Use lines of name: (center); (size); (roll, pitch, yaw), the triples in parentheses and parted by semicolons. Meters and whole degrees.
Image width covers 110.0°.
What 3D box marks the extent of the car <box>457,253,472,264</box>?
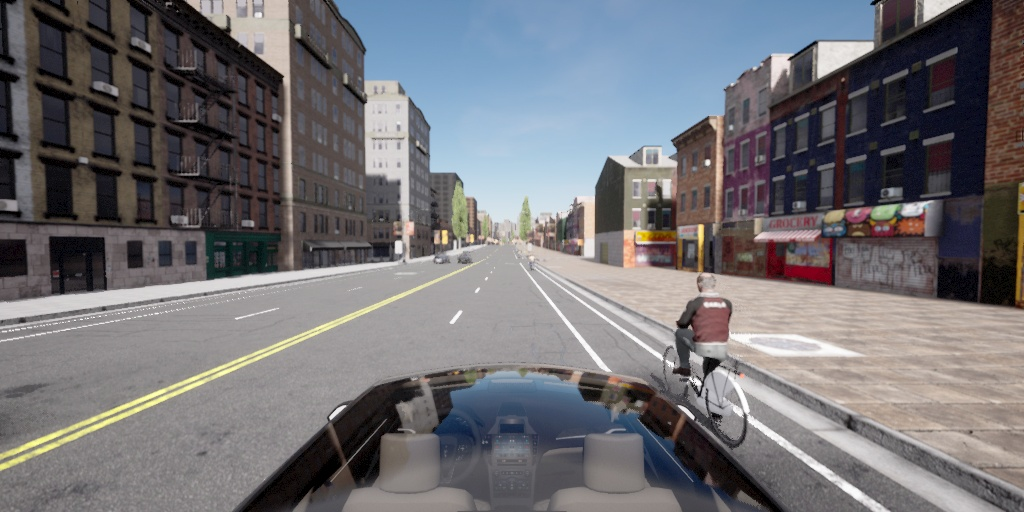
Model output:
car: (-6.920, 0.347, 52.775); (1.837, 1.490, 4.892); (0, 1, 0)

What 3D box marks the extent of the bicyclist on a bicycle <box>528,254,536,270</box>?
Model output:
bicyclist on a bicycle: (1.975, 0.621, 35.545); (0.866, 1.612, 1.509); (0, 1, 0)

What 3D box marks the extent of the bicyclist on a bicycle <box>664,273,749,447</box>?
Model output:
bicyclist on a bicycle: (2.230, 1.083, 4.335); (0.659, 1.776, 1.843); (0, 1, 0)

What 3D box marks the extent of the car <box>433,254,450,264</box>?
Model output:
car: (-10.171, 0.373, 51.952); (1.812, 1.442, 4.674); (0, 1, 0)
